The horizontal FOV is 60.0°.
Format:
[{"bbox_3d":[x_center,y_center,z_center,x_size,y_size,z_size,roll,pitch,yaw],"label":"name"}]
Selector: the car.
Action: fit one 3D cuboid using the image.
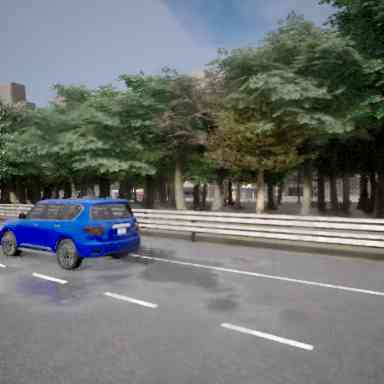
[{"bbox_3d":[-4.205,1.226,11.176,5.566,2.045,2.150,0,0,36],"label":"car"}]
